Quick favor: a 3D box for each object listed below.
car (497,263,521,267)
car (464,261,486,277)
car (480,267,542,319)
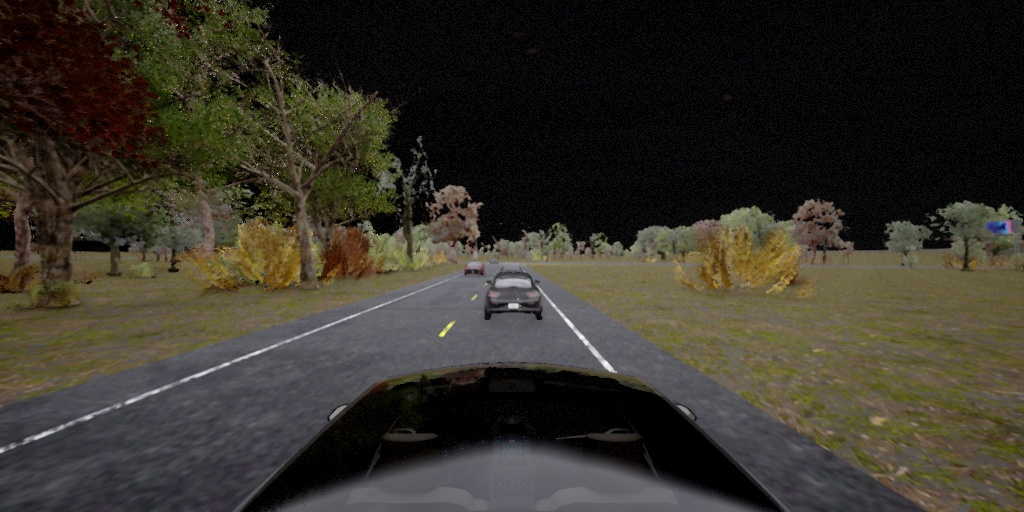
[{"bbox_3d":[-0.042,1.370,29.028,1.895,1.301,4.718,0,0,0],"label":"car"},{"bbox_3d":[-3.770,1.252,36.932,1.882,1.535,5.008,0,0,0],"label":"car"},{"bbox_3d":[0.036,1.284,12.727,1.812,1.442,4.674,0,0,0],"label":"car"}]
